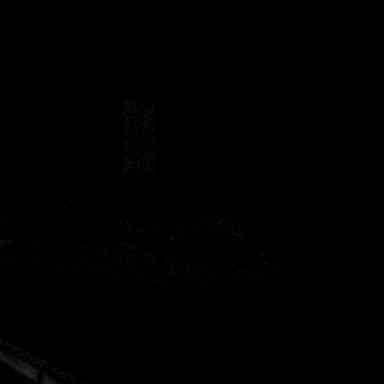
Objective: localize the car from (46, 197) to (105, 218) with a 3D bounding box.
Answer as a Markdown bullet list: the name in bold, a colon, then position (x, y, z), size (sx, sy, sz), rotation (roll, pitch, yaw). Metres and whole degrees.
- **car**: position (-10.086, 1.315, 29.803), size (2.185, 1.767, 4.553), rotation (0, 0, 35)

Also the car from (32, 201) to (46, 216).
- **car**: position (-12.708, 1.482, 31.586), size (2.002, 1.452, 4.674), rotation (0, 0, 35)

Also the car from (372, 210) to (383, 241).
- **car**: position (9.696, 1.490, 15.629), size (2.002, 1.452, 4.674), rotation (0, 0, 36)
